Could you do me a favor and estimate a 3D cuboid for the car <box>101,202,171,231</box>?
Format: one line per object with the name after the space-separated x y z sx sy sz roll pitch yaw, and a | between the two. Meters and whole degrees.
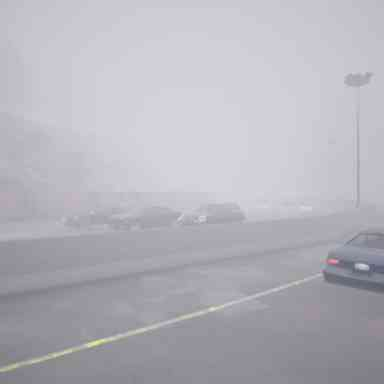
-2.711 1.558 20.466 1.882 1.535 5.008 0 0 45 | car

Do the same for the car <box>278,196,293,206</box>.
15.909 1.507 56.725 2.097 1.767 4.553 0 0 10 | car

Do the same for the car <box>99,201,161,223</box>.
-5.102 1.592 28.055 1.882 1.535 5.008 0 0 41 | car

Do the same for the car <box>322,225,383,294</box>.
5.278 1.564 8.454 5.357 1.411 2.033 0 0 -43 | car

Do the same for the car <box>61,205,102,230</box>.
-6.101 1.587 22.021 4.902 1.511 2.128 0 0 -44 | car

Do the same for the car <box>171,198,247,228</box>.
1.256 1.419 19.577 2.097 1.767 4.553 0 0 43 | car

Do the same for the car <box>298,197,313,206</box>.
19.665 1.642 57.884 2.128 1.511 4.902 0 0 8 | car

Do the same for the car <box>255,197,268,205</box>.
13.289 1.682 63.744 2.128 1.511 4.902 0 0 4 | car
